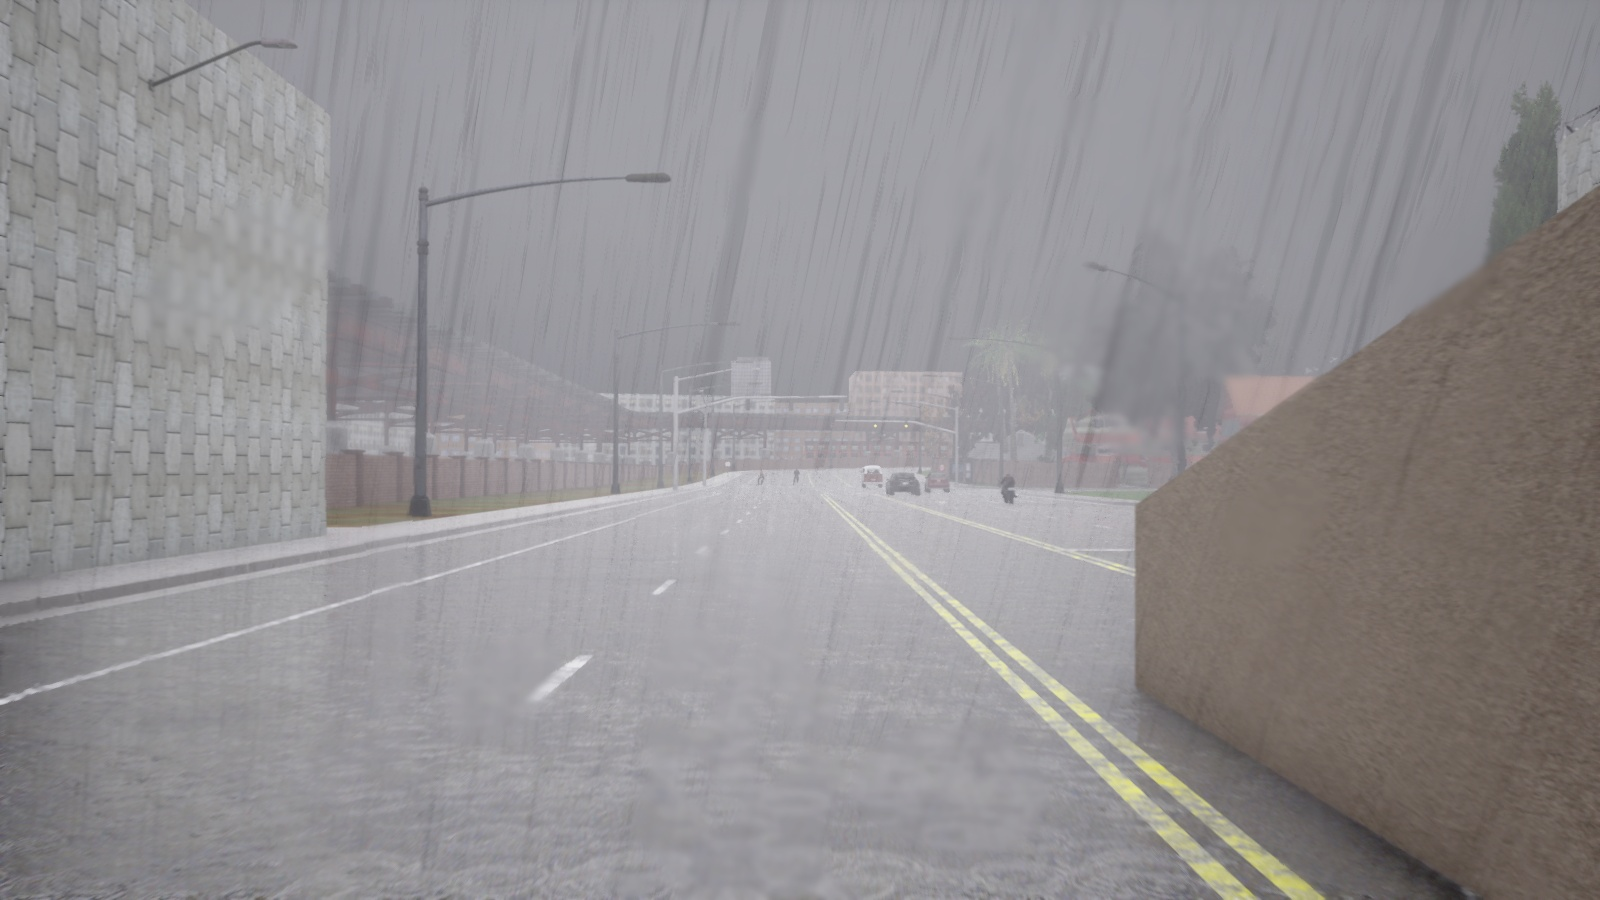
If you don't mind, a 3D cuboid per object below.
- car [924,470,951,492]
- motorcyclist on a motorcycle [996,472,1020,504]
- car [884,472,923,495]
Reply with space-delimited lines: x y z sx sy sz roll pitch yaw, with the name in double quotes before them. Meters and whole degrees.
"car" 10.339 2.333 94.644 1.789 1.549 3.705 -1 -1 3
"motorcyclist on a motorcycle" 10.271 1.845 62.037 0.866 1.530 2.191 0 -1 1
"car" 6.788 2.177 83.018 2.163 1.488 4.792 0 -1 0
